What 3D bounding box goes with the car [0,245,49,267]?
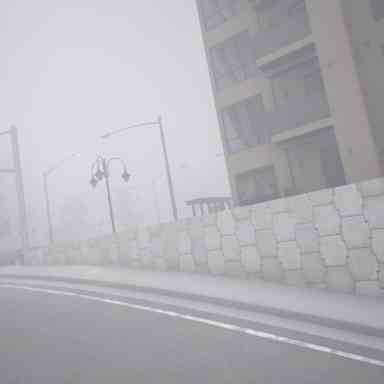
[{"bbox_3d":[-14.645,5.693,29.940,1.837,1.490,4.892,-15,-8,35],"label":"car"}]
